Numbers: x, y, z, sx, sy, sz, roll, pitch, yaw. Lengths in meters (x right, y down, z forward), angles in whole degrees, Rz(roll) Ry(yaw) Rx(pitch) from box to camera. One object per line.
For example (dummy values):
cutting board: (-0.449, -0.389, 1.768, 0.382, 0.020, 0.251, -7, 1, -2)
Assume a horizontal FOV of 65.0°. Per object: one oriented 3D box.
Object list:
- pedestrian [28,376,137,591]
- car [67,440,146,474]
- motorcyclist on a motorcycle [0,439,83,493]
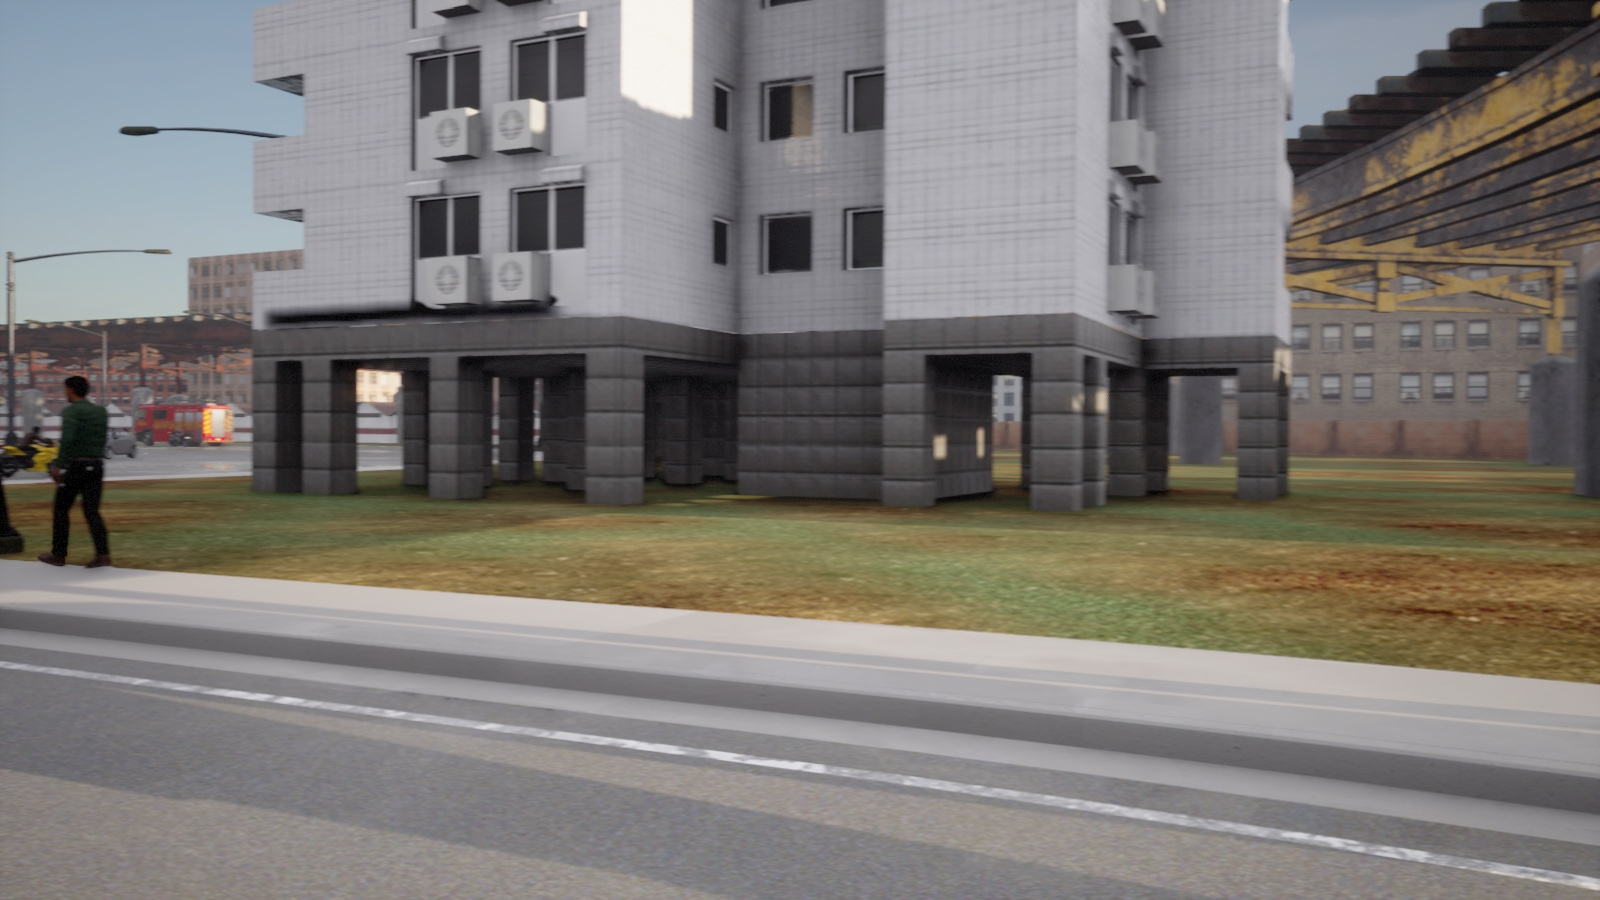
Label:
pedestrian: (-6.693, 0.305, 11.724, 0.788, 1.949, 0.423, 0, 1, 17)
car: (-32.391, 0.294, 58.757, 1.845, 1.501, 3.633, -1, 1, -4)
motorcyclist on a motorcycle: (-22.305, 0.452, 36.918, 0.797, 1.523, 2.044, -1, 1, 23)
